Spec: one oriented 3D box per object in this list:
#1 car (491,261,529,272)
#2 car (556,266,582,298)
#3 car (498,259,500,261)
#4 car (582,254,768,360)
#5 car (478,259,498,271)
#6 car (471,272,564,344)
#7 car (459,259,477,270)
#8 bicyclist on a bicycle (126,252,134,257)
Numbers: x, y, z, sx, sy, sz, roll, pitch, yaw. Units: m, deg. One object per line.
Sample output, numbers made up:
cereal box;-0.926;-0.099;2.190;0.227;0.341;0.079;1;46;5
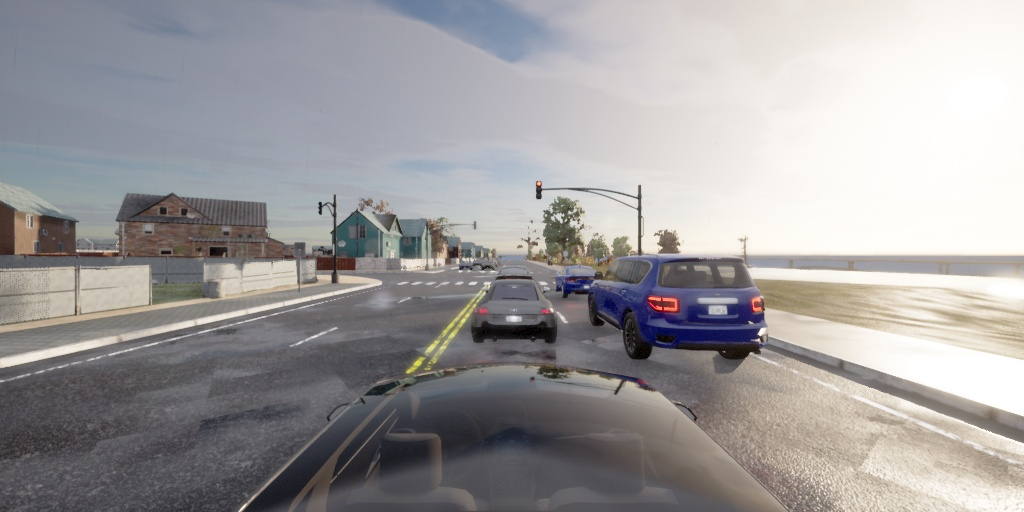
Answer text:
car;0.107;1.228;18.599;1.882;1.535;5.008;0;0;0
car;3.356;1.228;18.441;1.882;1.535;5.008;0;0;1
car;-3.300;1.317;61.556;1.812;1.442;4.674;0;0;0
car;3.348;0.971;8.503;2.150;2.045;5.566;0;0;0
car;-3.321;1.281;51.147;1.837;1.490;4.892;0;0;0
car;0.088;1.314;9.659;1.994;1.385;4.181;0;0;1
car;-6.600;1.325;52.232;2.033;1.411;5.357;0;0;-2
bicyclist on a bicycle;-29.604;0.544;27.779;0.582;1.620;1.656;1;0;-35
